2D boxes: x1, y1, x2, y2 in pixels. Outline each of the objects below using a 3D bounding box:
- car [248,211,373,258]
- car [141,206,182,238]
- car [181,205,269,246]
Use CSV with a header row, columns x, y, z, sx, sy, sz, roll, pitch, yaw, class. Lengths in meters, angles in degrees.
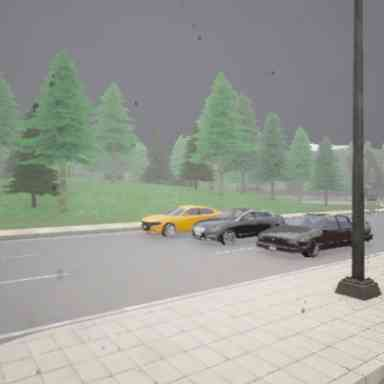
x,y,z,sx,sy,sz,roll,pitch,yaw,class
4.934,1.542,12.907,5.357,1.411,2.033,0,0,-35,car
-0.275,1.465,17.814,5.008,1.535,1.882,0,0,-35,car
2.261,1.483,15.313,4.902,1.511,2.128,0,0,-35,car
